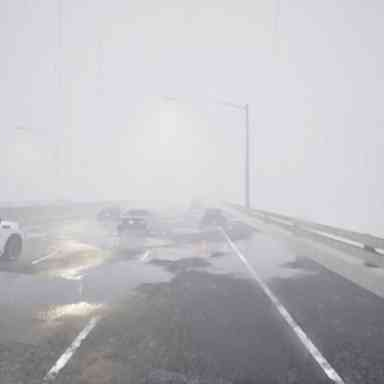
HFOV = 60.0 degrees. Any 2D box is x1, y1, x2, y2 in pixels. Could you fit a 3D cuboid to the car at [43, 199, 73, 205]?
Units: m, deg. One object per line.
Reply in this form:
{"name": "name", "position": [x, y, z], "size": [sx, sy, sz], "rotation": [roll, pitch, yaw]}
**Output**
{"name": "car", "position": [-17.025, 1.720, 43.516], "size": [2.097, 1.767, 4.553], "rotation": [0, -1, 2]}

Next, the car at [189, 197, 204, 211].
{"name": "car", "position": [0.704, 1.909, 47.132], "size": [1.837, 1.490, 4.892], "rotation": [0, 0, 2]}

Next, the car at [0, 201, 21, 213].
{"name": "car", "position": [-24.048, 1.921, 42.572], "size": [1.994, 1.385, 4.181], "rotation": [0, -1, 2]}

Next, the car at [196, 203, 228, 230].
{"name": "car", "position": [1.370, 1.710, 22.415], "size": [1.812, 1.442, 4.674], "rotation": [0, 0, 1]}

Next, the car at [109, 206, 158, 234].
{"name": "car", "position": [-3.274, 1.715, 20.551], "size": [2.033, 1.411, 5.357], "rotation": [0, 0, 1]}

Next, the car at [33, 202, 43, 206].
{"name": "car", "position": [-20.544, 1.923, 42.767], "size": [1.994, 1.385, 4.181], "rotation": [0, -1, 2]}

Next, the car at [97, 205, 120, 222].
{"name": "car", "position": [-6.660, 1.798, 28.357], "size": [1.994, 1.385, 4.181], "rotation": [0, 0, 1]}

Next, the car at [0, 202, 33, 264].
{"name": "car", "position": [-6.872, 1.294, 9.135], "size": [2.150, 2.045, 5.566], "rotation": [0, 0, 0]}
